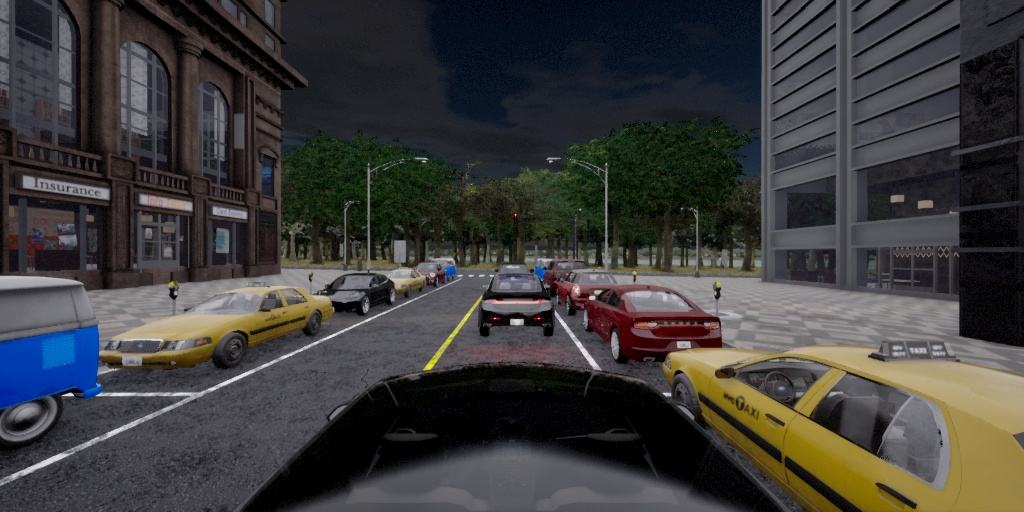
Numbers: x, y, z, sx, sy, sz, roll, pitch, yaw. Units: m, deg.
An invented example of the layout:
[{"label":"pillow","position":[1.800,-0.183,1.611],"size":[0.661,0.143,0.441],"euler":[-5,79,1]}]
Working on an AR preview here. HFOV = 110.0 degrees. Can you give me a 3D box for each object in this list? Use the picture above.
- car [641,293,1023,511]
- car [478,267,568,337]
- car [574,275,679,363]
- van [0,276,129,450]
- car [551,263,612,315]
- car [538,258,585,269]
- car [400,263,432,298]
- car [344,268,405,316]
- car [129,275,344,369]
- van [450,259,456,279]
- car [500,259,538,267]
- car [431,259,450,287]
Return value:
[{"label":"car","position":[2.763,1.275,2.734],"size":[1.751,1.417,4.829],"euler":[0,0,0]},{"label":"car","position":[0.114,1.242,10.316],"size":[2.128,1.511,4.902],"euler":[0,0,0]},{"label":"car","position":[2.772,1.295,8.002],"size":[1.888,1.381,4.507],"euler":[0,0,0]},{"label":"van","position":[-5.762,1.091,2.578],"size":[1.690,1.789,3.998],"euler":[0,0,0]},{"label":"car","position":[2.780,1.190,13.439],"size":[1.967,1.591,4.097],"euler":[0,0,0]},{"label":"car","position":[2.789,1.066,18.877],"size":[2.192,1.841,5.009],"euler":[0,0,0]},{"label":"car","position":[-5.737,1.277,18.720],"size":[1.751,1.417,4.829],"euler":[0,0,0]},{"label":"car","position":[-5.745,1.316,13.452],"size":[1.948,1.339,4.313],"euler":[0,0,0]},{"label":"car","position":[-5.754,1.275,7.845],"size":[1.751,1.417,4.829],"euler":[0,0,0]},{"label":"van","position":[-5.719,1.094,29.765],"size":[1.690,1.789,3.998],"euler":[0,0,0]},{"label":"car","position":[0.128,1.103,19.281],"size":[2.097,1.767,4.553],"euler":[0,0,1]},{"label":"car","position":[-5.728,1.192,24.327],"size":[1.967,1.591,4.097],"euler":[0,0,0]}]
